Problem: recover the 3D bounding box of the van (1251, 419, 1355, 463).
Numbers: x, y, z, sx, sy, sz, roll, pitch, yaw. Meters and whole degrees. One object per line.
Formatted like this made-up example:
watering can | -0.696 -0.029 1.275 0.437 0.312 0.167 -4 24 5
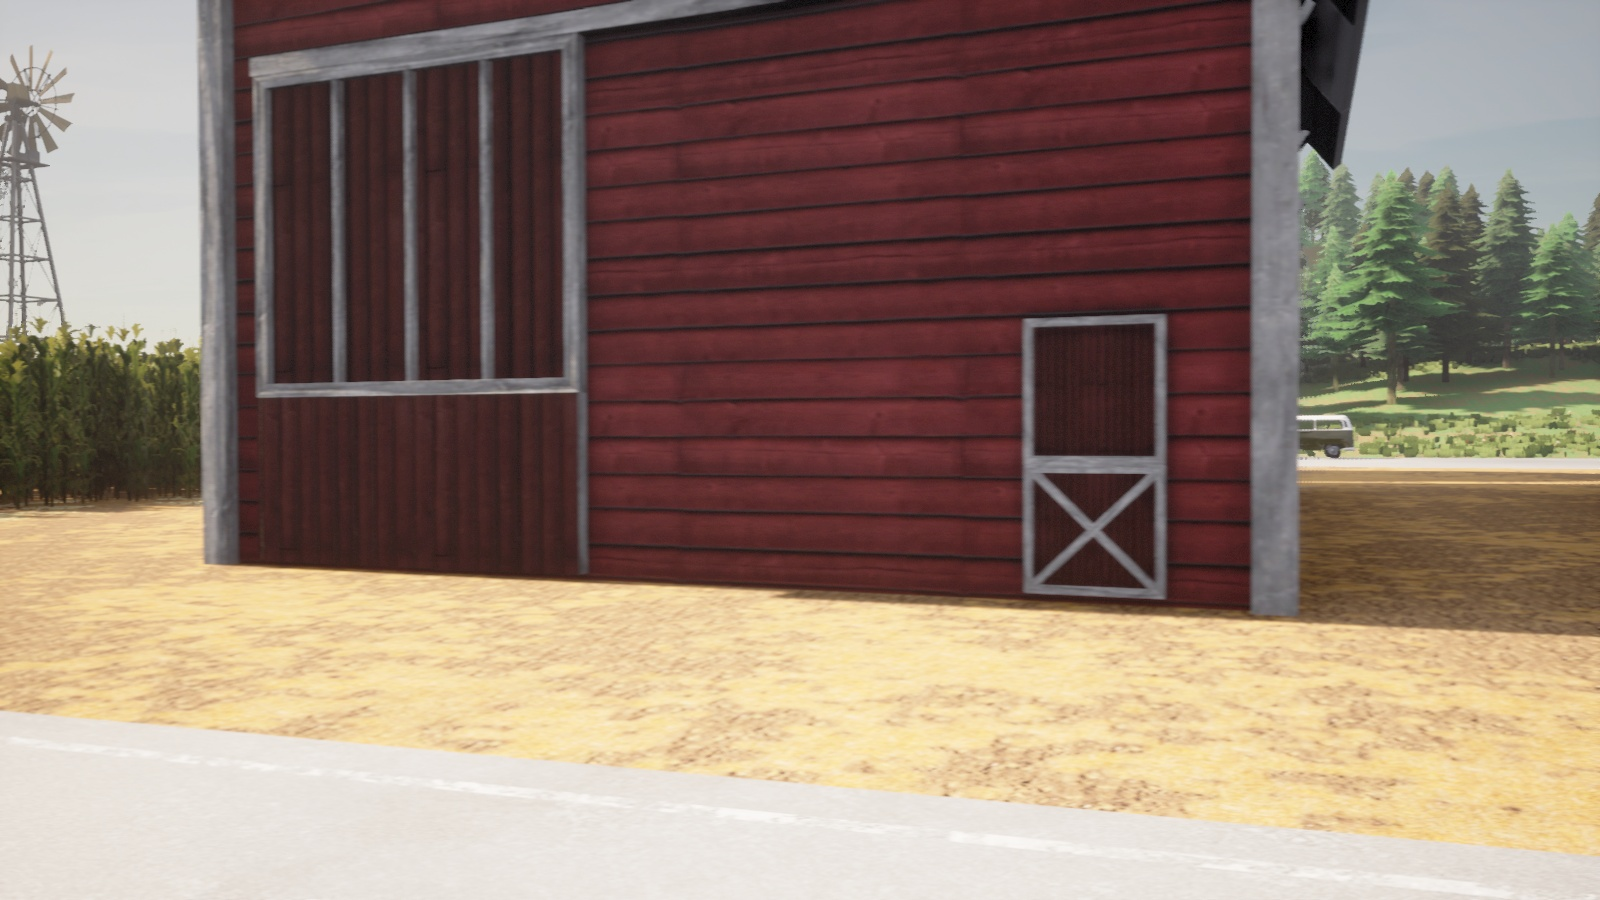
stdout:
van | 23.771 -0.453 59.462 4.480 2.038 2.069 1 1 22
